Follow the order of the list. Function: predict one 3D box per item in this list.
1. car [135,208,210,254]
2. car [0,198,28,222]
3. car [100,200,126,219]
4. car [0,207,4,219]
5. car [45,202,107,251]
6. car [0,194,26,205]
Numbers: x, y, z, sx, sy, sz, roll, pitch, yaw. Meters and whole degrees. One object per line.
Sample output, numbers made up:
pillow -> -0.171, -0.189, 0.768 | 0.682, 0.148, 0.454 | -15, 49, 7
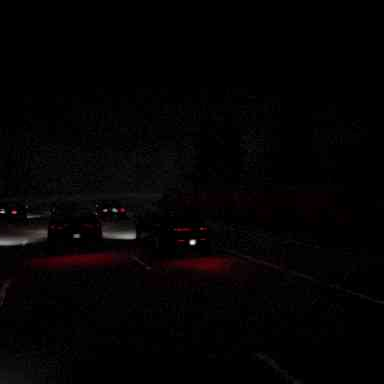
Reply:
car -> -0.932, 1.413, 13.262 | 1.837, 1.490, 4.892 | 0, 0, -23
car -> -12.932, 1.325, 23.669 | 2.033, 1.411, 5.357 | 0, 0, -20
car -> -6.507, 1.342, 26.460 | 2.033, 1.411, 5.357 | 0, 0, -20
car -> -7.334, 1.419, 10.434 | 1.812, 1.442, 4.674 | 0, 0, -23
car -> -4.956, 1.363, 13.761 | 1.882, 1.535, 5.008 | 0, 0, -23
car -> -25.934, 1.101, 47.631 | 2.033, 1.411, 5.357 | 0, 0, -6
